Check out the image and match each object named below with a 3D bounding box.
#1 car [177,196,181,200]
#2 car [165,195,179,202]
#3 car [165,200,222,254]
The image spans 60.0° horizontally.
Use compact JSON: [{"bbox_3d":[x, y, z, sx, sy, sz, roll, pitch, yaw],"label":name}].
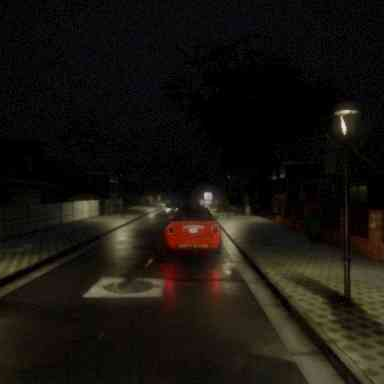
[{"bbox_3d":[0.057,1.457,28.975,2.097,1.767,4.553,0,0,0],"label":"car"},{"bbox_3d":[-2.851,1.412,51.579,2.150,2.045,5.566,0,0,0],"label":"car"},{"bbox_3d":[0.064,1.401,13.935,2.097,1.767,4.553,0,0,0],"label":"car"}]
